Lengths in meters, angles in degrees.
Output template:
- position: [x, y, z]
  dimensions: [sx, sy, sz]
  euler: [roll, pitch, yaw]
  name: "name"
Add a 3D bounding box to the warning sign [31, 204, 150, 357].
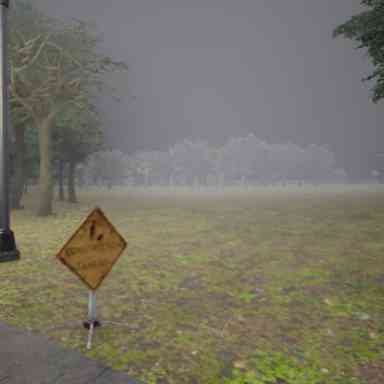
- position: [-1.480, 1.134, 4.985]
  dimensions: [1.060, 1.860, 1.300]
  euler: [1, -1, 35]
  name: "warning sign"
